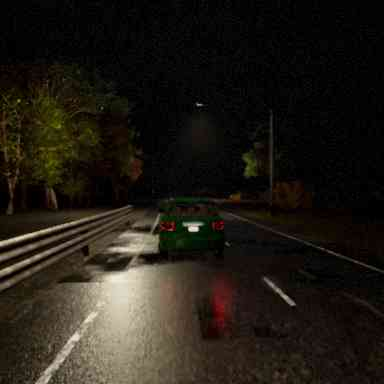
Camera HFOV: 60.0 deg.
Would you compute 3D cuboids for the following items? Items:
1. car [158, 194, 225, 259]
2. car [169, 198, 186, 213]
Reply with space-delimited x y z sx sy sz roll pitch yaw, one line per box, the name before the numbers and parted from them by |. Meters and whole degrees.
car | -0.123 1.218 12.794 2.150 2.045 5.566 0 0 -4
car | -1.770 1.490 38.716 1.837 1.490 4.892 0 0 -4
